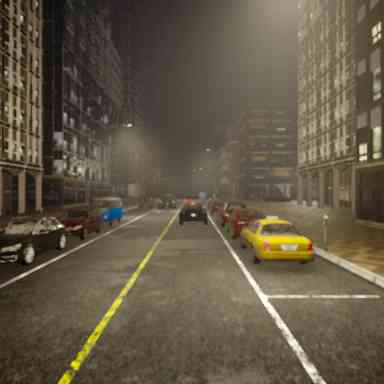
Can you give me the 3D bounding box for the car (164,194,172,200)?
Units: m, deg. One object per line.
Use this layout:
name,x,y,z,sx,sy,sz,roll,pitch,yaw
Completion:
car,-5.828,1.225,81.642,1.752,1.417,4.829,1,0,0

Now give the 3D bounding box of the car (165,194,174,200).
car,-5.830,1.224,86.824,2.008,1.369,4.403,1,0,0

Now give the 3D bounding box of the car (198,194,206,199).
car,2.791,1.196,92.455,2.008,1.369,4.403,1,0,0

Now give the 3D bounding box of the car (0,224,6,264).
car,-5.684,1.534,6.041,2.008,1.369,4.403,1,0,0

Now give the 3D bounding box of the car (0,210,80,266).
car,-5.685,1.519,11.355,2.008,1.369,4.403,1,0,0

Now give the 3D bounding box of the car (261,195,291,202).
car,15.103,1.220,58.735,4.507,1.381,1.887,0,0,1

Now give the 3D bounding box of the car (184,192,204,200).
car,0.091,1.227,40.560,2.097,1.767,4.553,0,0,0

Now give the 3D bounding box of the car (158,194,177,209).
car,-3.013,1.220,41.791,2.097,1.767,4.553,0,0,0

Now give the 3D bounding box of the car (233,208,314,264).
car,2.696,1.493,11.521,1.752,1.417,4.829,1,0,0

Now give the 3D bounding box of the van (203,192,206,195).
van,2.813,1.015,86.794,1.690,1.788,3.998,1,0,0

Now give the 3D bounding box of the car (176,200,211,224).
car,0.096,1.495,24.054,1.994,1.385,4.181,0,0,0

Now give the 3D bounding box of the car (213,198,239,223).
car,2.695,1.377,21.979,1.967,1.590,4.097,1,0,0

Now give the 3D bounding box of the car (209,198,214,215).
car,2.692,1.448,32.607,1.887,1.381,4.507,1,0,0

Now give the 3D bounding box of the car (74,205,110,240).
car,-5.686,1.534,16.667,1.802,1.307,4.206,1,0,0

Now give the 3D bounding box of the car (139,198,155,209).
car,-5.803,1.447,43.230,1.802,1.307,4.206,1,0,0

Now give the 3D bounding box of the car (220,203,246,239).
car,2.695,1.498,16.666,1.887,1.381,4.507,1,0,0

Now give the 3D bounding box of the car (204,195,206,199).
car,2.800,1.416,43.232,2.008,1.369,4.403,1,0,0

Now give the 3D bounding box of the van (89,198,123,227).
van,-5.685,1.278,21.981,1.690,1.788,3.998,1,0,0

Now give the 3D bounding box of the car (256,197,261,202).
car,15.182,1.288,67.115,4.403,1.369,2.008,0,0,1
